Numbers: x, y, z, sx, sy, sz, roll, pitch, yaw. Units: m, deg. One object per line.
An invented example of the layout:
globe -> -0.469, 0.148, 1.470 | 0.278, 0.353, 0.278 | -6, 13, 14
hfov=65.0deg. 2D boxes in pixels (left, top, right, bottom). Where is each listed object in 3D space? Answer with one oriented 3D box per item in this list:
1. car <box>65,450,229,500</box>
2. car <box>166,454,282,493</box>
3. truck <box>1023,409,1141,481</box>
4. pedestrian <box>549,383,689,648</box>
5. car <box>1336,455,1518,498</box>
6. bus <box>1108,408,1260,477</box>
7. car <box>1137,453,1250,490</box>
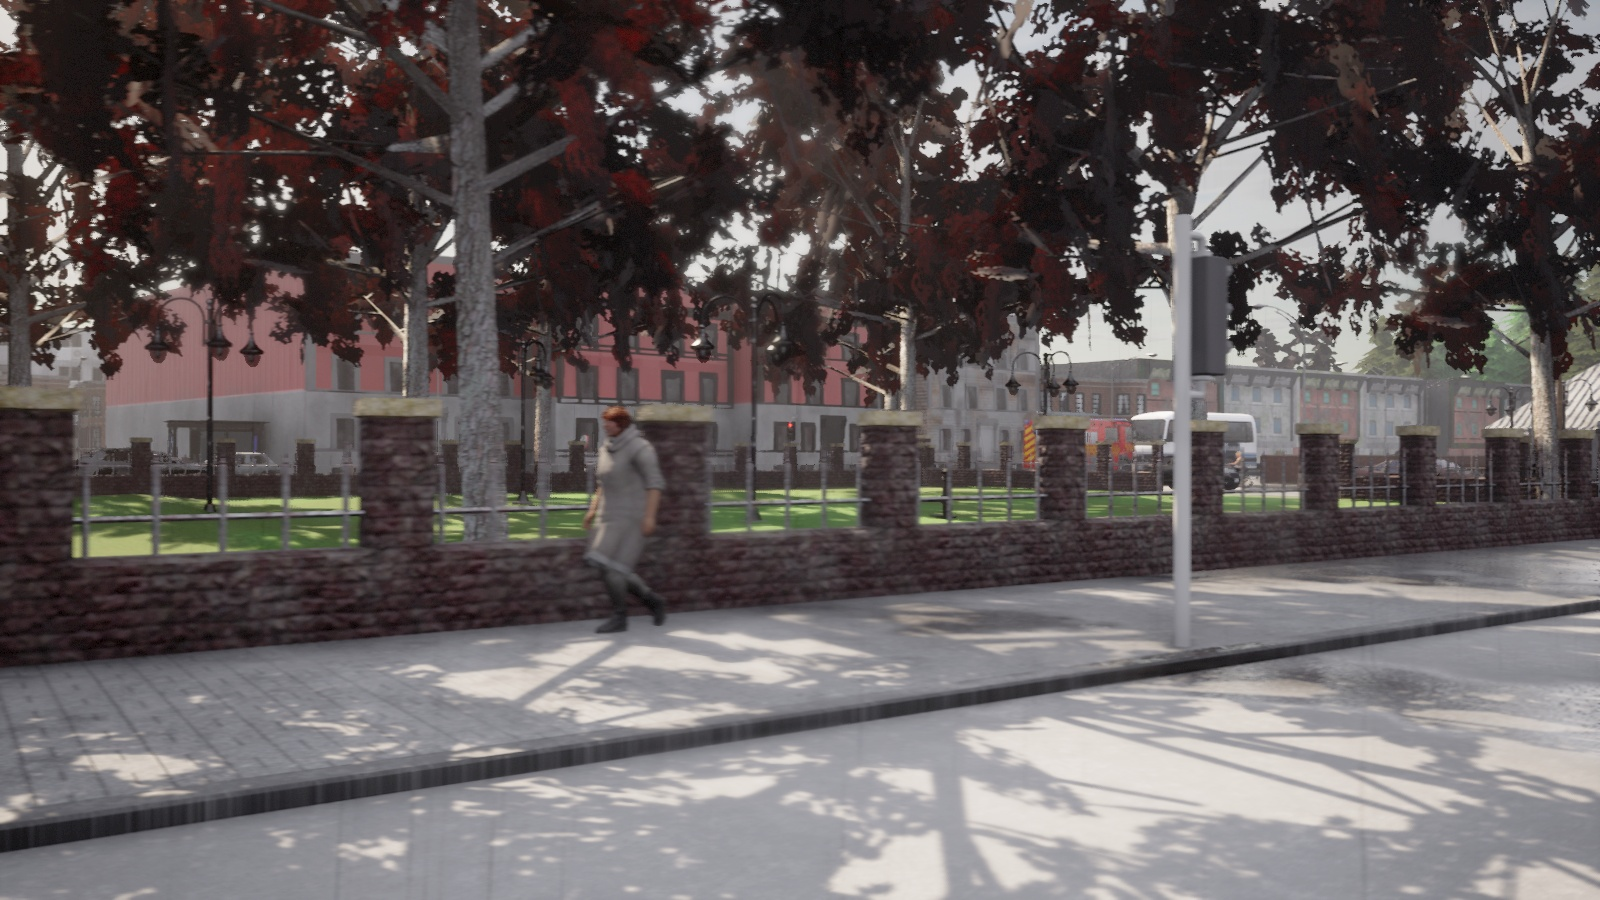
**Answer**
car -> -22.675, 0.833, 43.677 | 4.856, 1.649, 2.033 | 0, 0, -35
car -> -22.367, 0.881, 48.766 | 3.806, 1.475, 1.970 | 0, 0, -35
truck -> 16.049, -0.256, 70.974 | 2.891, 3.827, 8.468 | 0, 0, 40
pedestrian -> -1.411, 0.483, 9.779 | 0.873, 1.952, 0.659 | 0, 0, -35
car -> 21.780, 0.873, 43.858 | 2.033, 1.411, 5.357 | 0, 0, -37
bus -> 25.112, -0.454, 81.842 | 10.273, 4.253, 3.944 | 0, 0, -35
car -> 16.192, 0.870, 51.857 | 1.816, 1.474, 4.193 | 0, 0, -37
